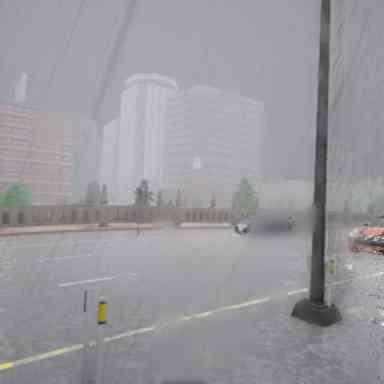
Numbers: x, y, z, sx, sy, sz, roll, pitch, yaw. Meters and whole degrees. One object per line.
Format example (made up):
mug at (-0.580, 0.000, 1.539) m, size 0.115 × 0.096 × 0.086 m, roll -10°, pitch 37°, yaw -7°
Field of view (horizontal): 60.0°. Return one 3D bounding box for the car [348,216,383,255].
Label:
car at (8.883, 1.835, 14.623) m, size 4.553 × 1.767 × 2.097 m, roll 4°, pitch -2°, yaw -35°

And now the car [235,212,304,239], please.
car at (4.774, 1.972, 20.290) m, size 4.902 × 1.511 × 2.128 m, roll 4°, pitch -2°, yaw -35°

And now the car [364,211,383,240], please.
car at (13.897, 2.282, 22.490) m, size 4.553 × 1.767 × 2.097 m, roll 4°, pitch -2°, yaw -35°
